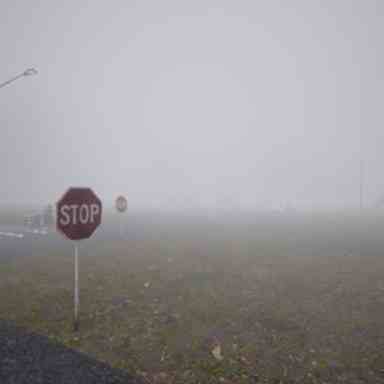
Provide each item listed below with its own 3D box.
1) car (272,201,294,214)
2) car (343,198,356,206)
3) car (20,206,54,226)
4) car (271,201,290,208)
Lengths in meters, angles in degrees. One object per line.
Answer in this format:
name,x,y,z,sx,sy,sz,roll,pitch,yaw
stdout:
car,12.691,2.188,46.184,1.812,1.442,4.674,1,0,36
car,40.635,2.714,84.898,1.837,1.490,4.892,1,0,36
car,-10.678,1.823,25.773,1.837,1.490,4.892,1,1,36
car,17.166,2.405,64.346,1.895,1.301,4.718,1,0,36
